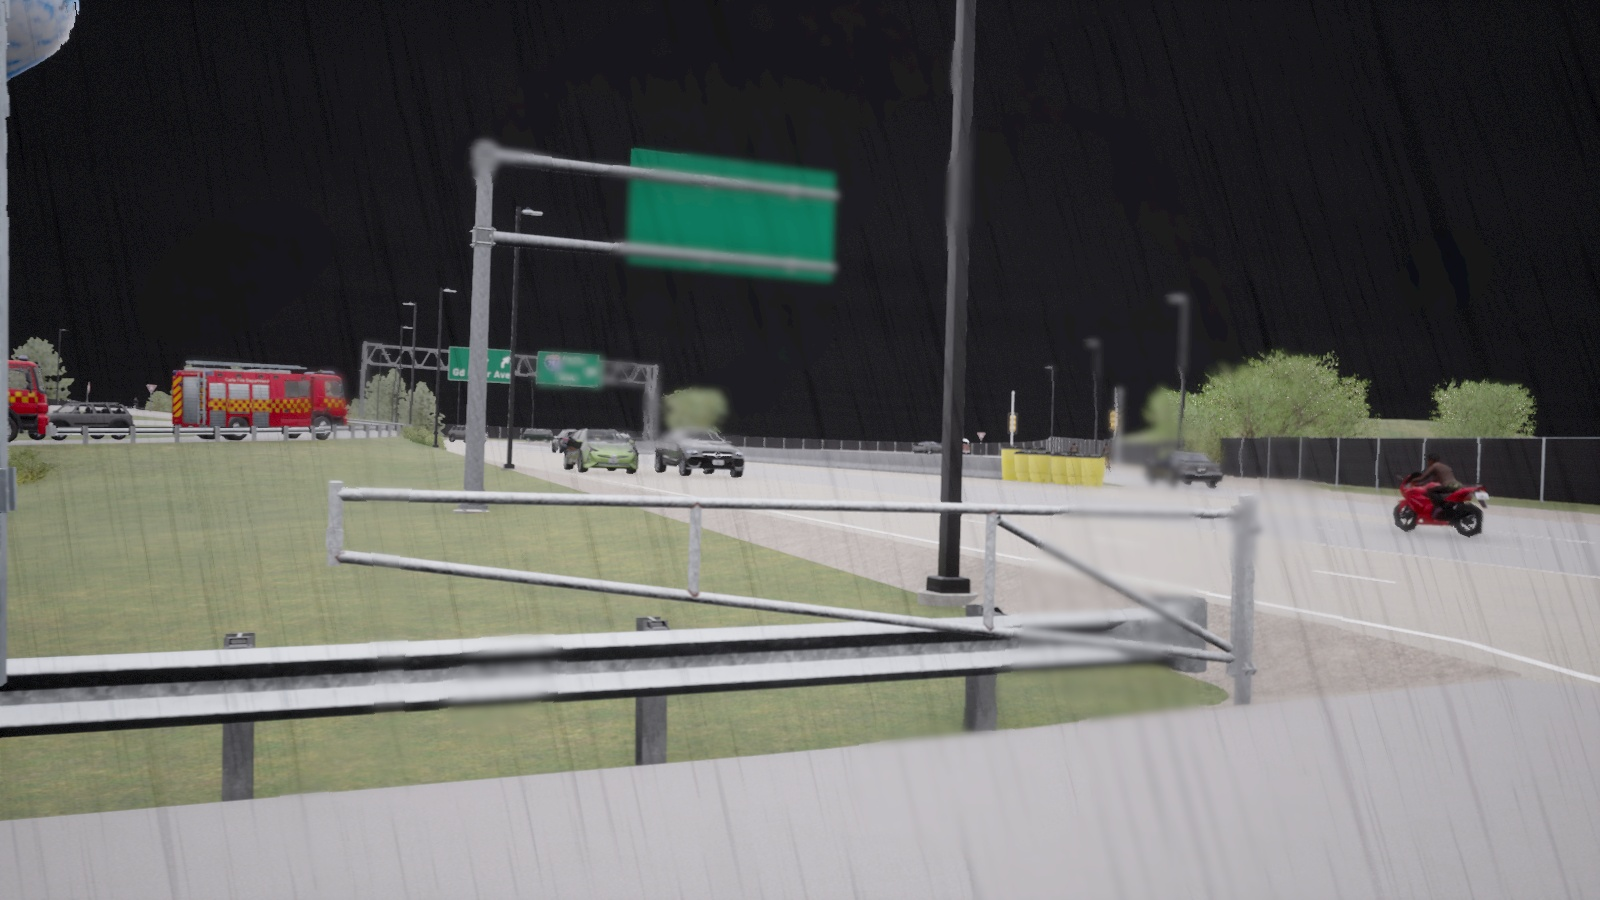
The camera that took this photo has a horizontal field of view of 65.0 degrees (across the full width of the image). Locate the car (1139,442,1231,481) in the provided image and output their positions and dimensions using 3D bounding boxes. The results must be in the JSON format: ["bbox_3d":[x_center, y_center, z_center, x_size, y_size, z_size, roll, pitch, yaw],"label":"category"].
[{"bbox_3d":[15.161,0.430,49.755,2.033,1.411,5.357,1,1,1],"label":"car"}]

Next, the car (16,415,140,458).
[{"bbox_3d":[-33.486,-0.652,58.394,1.932,1.855,4.605,0,2,28],"label":"car"}]

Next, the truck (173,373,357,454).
[{"bbox_3d":[-27.040,-1.859,63.983,2.891,3.827,8.468,1,2,31],"label":"truck"}]

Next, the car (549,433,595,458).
[{"bbox_3d":[-15.454,-0.316,84.999,2.242,1.667,4.611,1,0,-21],"label":"car"}]

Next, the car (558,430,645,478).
[{"bbox_3d":[-6.848,0.110,42.953,2.007,1.525,4.514,1,0,-21],"label":"car"}]

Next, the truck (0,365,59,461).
[{"bbox_3d":[-34.501,-1.409,50.032,8.468,3.827,2.891,-2,1,-30],"label":"truck"}]

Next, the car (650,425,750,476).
[{"bbox_3d":[-3.598,-0.001,44.260,2.152,1.651,5.027,1,0,-21],"label":"car"}]

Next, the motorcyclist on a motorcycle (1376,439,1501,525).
[{"bbox_3d":[11.865,0.566,23.405,0.797,1.523,2.044,1,0,-20],"label":"motorcyclist on a motorcycle"}]
